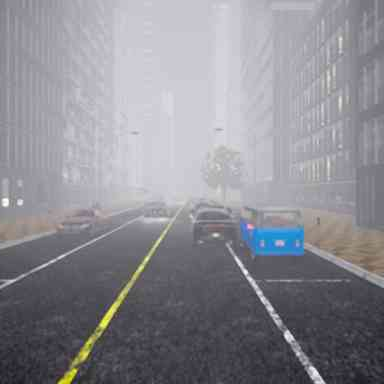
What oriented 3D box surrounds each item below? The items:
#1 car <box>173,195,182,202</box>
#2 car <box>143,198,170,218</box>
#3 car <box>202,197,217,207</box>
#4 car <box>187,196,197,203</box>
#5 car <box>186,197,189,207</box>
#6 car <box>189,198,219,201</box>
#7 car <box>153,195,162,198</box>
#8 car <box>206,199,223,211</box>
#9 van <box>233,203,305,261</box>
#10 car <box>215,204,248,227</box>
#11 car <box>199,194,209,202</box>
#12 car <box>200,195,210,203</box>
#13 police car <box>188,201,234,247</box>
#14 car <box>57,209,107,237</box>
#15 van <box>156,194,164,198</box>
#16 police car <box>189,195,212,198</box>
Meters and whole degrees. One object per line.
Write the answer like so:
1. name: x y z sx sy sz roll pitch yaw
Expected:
1. car: -3.012 1.419 71.336 2.128 1.511 4.902 0 0 0
2. car: -3.103 1.540 30.138 1.994 1.385 4.181 0 0 0
3. car: 2.682 1.504 51.850 2.008 1.369 4.403 0 0 0
4. car: -0.011 1.487 65.783 1.994 1.385 4.181 0 0 0
5. car: -0.008 1.555 50.897 1.895 1.301 4.718 0 0 0
6. car: 0.896 1.458 25.022 1.882 1.535 5.008 0 0 0
7. car: -5.698 1.512 46.160 2.008 1.369 4.403 0 0 0
8. car: 2.684 1.549 40.465 1.802 1.307 4.206 0 0 0
9. van: 2.688 1.332 12.003 1.690 1.788 3.998 0 0 0
10. car: 2.686 1.563 23.387 1.802 1.307 4.206 0 0 0
11. car: 2.679 1.343 74.619 1.967 1.590 4.097 0 0 0
12. car: 2.680 1.356 68.927 1.967 1.590 4.097 0 0 0
13. police car: 0.897 1.413 15.132 1.930 1.638 5.238 0 0 0
14. car: -5.694 1.568 17.696 1.802 1.307 4.206 0 0 0
15. van: -5.699 1.283 57.545 1.690 1.788 3.998 0 0 0
16. police car: 0.895 1.400 31.132 1.930 1.638 5.238 0 0 0
